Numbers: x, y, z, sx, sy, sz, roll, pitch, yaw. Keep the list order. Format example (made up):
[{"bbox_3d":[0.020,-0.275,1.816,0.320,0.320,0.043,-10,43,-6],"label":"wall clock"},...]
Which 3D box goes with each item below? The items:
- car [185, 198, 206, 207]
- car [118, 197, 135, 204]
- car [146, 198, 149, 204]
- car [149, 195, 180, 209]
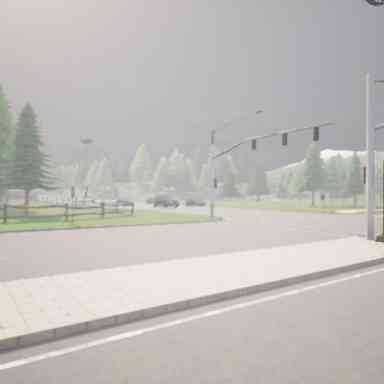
[{"bbox_3d":[0.543,1.895,58.349,1.837,1.490,4.892,1,-1,-34],"label":"car"},{"bbox_3d":[-13.050,1.789,65.725,1.882,1.535,5.008,1,0,-34],"label":"car"},{"bbox_3d":[-8.019,1.888,70.768,1.837,1.490,4.892,1,0,-35],"label":"car"},{"bbox_3d":[-4.153,1.530,52.808,2.150,2.045,5.566,1,0,-35],"label":"car"}]
